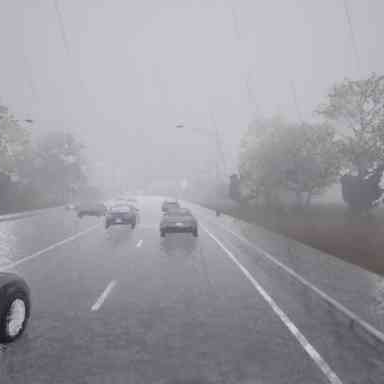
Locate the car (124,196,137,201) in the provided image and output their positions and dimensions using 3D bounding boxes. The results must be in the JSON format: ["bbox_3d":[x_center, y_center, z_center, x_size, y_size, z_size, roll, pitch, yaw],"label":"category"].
[{"bbox_3d":[-12.747,1.547,70.235,1.812,1.442,4.674,0,0,-6],"label":"car"}]

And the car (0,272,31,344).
[{"bbox_3d":[-3.526,1.512,3.531,1.837,1.490,4.892,0,0,-1],"label":"car"}]

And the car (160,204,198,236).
[{"bbox_3d":[-0.769,1.568,18.598,1.994,1.385,4.181,0,0,-4],"label":"car"}]

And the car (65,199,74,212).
[{"bbox_3d":[-13.252,1.514,38.447,2.128,1.511,4.902,0,0,-5],"label":"car"}]

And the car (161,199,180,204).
[{"bbox_3d":[-2.281,1.499,35.962,2.128,1.511,4.902,0,0,-5],"label":"car"}]

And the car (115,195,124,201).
[{"bbox_3d":[-17.161,1.493,79.434,1.882,1.535,5.008,0,0,-6],"label":"car"}]

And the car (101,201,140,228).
[{"bbox_3d":[-4.523,1.536,22.025,1.812,1.442,4.674,0,0,-4],"label":"car"}]

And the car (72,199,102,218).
[{"bbox_3d":[-8.956,1.564,30.235,2.033,1.411,5.357,0,0,-5],"label":"car"}]
